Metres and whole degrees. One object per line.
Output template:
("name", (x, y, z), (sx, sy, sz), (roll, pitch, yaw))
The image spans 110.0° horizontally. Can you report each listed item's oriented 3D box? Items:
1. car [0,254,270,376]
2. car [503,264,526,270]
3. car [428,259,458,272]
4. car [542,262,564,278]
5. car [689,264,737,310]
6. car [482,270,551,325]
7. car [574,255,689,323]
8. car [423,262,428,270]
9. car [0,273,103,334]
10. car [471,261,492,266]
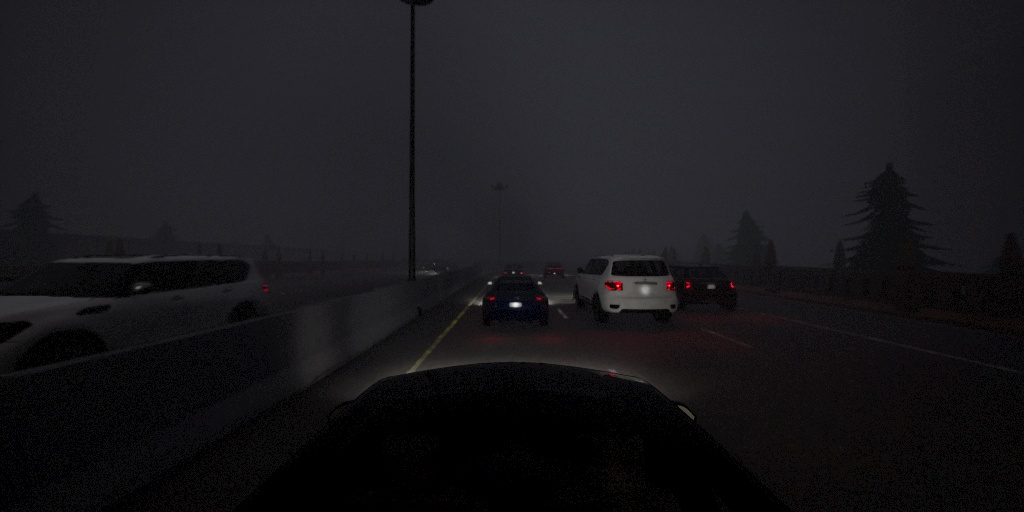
("car", (-7.099, 0.979, 6.616), (2.150, 2.045, 5.566), (0, 0, 0))
("car", (0.187, 1.328, 29.832), (2.033, 1.411, 5.357), (0, 0, 2))
("car", (-8.676, 1.358, 47.161), (2.033, 1.411, 5.357), (0, 0, 11))
("car", (3.943, 1.284, 34.236), (1.837, 1.490, 4.892), (0, 0, 4))
("car", (7.102, 1.116, 14.894), (2.097, 1.767, 4.553), (0, 0, 0))
("car", (0.102, 1.325, 11.937), (1.994, 1.385, 4.181), (0, 0, 0))
("car", (3.602, 0.983, 12.380), (2.150, 2.045, 5.566), (0, 0, 0))
("car", (-11.123, 1.179, 52.200), (2.097, 1.767, 4.553), (0, 0, 14))
("car", (-14.095, 1.265, 9.098), (1.837, 1.490, 4.892), (0, -1, 0))
("car", (-4.219, 1.355, 51.256), (2.033, 1.411, 5.357), (0, 0, 14))
